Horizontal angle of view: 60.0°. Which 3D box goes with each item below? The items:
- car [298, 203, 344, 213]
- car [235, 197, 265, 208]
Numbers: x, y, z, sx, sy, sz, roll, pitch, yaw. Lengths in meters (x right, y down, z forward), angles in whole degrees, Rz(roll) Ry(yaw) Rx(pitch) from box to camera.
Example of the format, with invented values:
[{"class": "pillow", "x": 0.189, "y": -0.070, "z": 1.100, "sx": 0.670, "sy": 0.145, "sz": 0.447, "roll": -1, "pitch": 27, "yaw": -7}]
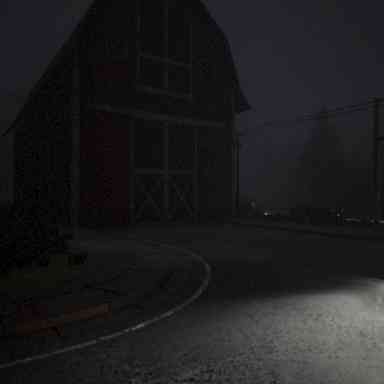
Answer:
[{"class": "car", "x": 11.264, "y": 1.651, "z": 30.198, "sx": 1.895, "sy": 1.301, "sz": 4.718, "roll": 0, "pitch": 0, "yaw": -34}, {"class": "car", "x": 6.159, "y": 1.403, "z": 37.639, "sx": 2.097, "sy": 1.767, "sz": 4.553, "roll": 0, "pitch": 0, "yaw": -34}]
